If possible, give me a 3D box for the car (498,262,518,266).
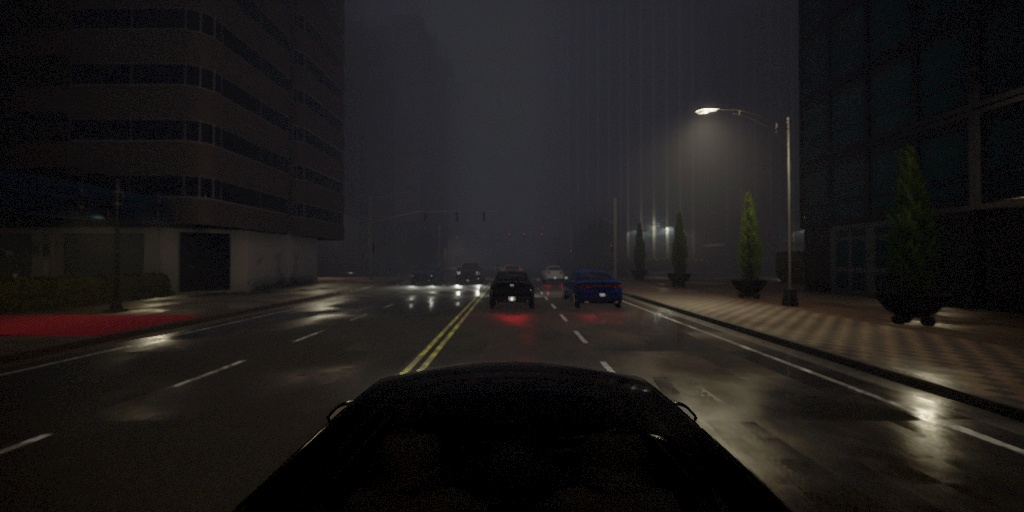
[{"bbox_3d":[-0.042,1.505,31.316,1.882,1.535,5.008,0,0,-2],"label":"car"}]

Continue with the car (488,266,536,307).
[{"bbox_3d":[0.005,1.393,16.163,1.837,1.490,4.892,0,0,0],"label":"car"}]

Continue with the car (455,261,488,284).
[{"bbox_3d":[-3.500,1.369,30.559,2.097,1.767,4.553,0,0,0],"label":"car"}]

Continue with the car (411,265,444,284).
[{"bbox_3d":[-7.005,1.495,30.149,1.882,1.535,5.008,0,-1,0],"label":"car"}]

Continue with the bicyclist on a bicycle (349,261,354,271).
[{"bbox_3d":[-26.413,1.589,59.140,0.582,1.620,1.656,0,0,-1],"label":"bicyclist on a bicycle"}]

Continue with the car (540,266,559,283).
[{"bbox_3d":[3.563,1.552,31.220,1.812,1.442,4.674,0,0,2],"label":"car"}]

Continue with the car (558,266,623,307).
[{"bbox_3d":[3.506,1.364,16.319,1.882,1.535,5.008,0,0,0],"label":"car"}]
